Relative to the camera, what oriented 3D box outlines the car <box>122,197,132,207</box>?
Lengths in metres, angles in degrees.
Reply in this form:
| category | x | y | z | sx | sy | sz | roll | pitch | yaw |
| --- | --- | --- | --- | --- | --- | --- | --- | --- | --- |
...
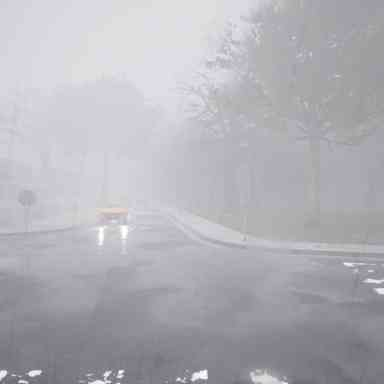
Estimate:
| category | x | y | z | sx | sy | sz | roll | pitch | yaw |
| --- | --- | --- | --- | --- | --- | --- | --- | --- | --- |
| car | -7.672 | 1.493 | 35.564 | 2.128 | 1.511 | 4.902 | 0 | 0 | -10 |

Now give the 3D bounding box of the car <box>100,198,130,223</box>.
| category | x | y | z | sx | sy | sz | roll | pitch | yaw |
| --- | --- | --- | --- | --- | --- | --- | --- | --- | --- |
| car | -5.928 | 1.463 | 25.512 | 1.882 | 1.535 | 5.008 | 0 | 0 | -10 |

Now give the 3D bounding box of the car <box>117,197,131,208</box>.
| category | x | y | z | sx | sy | sz | roll | pitch | yaw |
| --- | --- | --- | --- | --- | --- | --- | --- | --- | --- |
| car | -10.221 | 1.577 | 50.317 | 1.837 | 1.490 | 4.892 | 0 | 0 | -10 |

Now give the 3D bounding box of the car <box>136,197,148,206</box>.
| category | x | y | z | sx | sy | sz | roll | pitch | yaw |
| --- | --- | --- | --- | --- | --- | --- | --- | --- | --- |
| car | -8.547 | 1.612 | 57.220 | 2.128 | 1.511 | 4.902 | 0 | 0 | -10 |

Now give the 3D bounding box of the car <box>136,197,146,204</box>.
| category | x | y | z | sx | sy | sz | roll | pitch | yaw |
| --- | --- | --- | --- | --- | --- | --- | --- | --- | --- |
| car | -10.338 | 1.788 | 67.515 | 1.895 | 1.301 | 4.718 | 0 | 0 | -10 |
